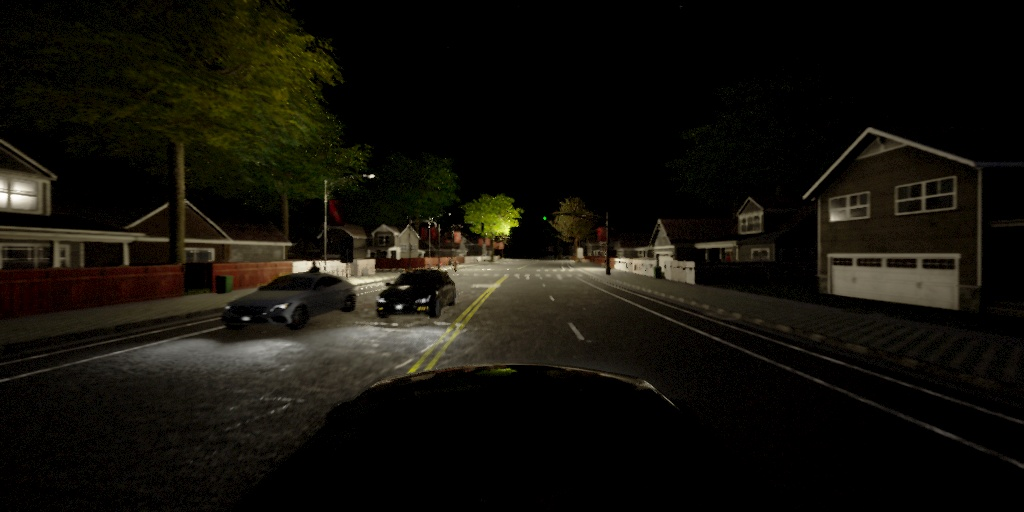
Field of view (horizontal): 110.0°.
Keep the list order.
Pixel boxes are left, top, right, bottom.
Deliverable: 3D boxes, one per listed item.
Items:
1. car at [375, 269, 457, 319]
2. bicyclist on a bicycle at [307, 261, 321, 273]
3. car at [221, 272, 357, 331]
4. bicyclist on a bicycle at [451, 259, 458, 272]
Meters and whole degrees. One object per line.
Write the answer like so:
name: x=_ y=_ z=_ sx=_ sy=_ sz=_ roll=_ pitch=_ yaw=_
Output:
car: x=-3.190 y=1.241 z=12.763 sx=1.837 sy=1.490 sz=4.892 roll=0 pitch=0 yaw=1
bicyclist on a bicycle: x=-8.515 y=1.096 z=15.219 sx=0.659 sy=1.776 sz=1.843 roll=0 pitch=0 yaw=1
car: x=-6.480 y=1.259 z=11.110 sx=1.812 sy=1.442 sz=4.674 roll=0 pitch=0 yaw=1
bicyclist on a bicycle: x=-6.913 y=1.113 z=43.443 sx=0.866 sy=1.612 sz=1.509 roll=0 pitch=0 yaw=5
